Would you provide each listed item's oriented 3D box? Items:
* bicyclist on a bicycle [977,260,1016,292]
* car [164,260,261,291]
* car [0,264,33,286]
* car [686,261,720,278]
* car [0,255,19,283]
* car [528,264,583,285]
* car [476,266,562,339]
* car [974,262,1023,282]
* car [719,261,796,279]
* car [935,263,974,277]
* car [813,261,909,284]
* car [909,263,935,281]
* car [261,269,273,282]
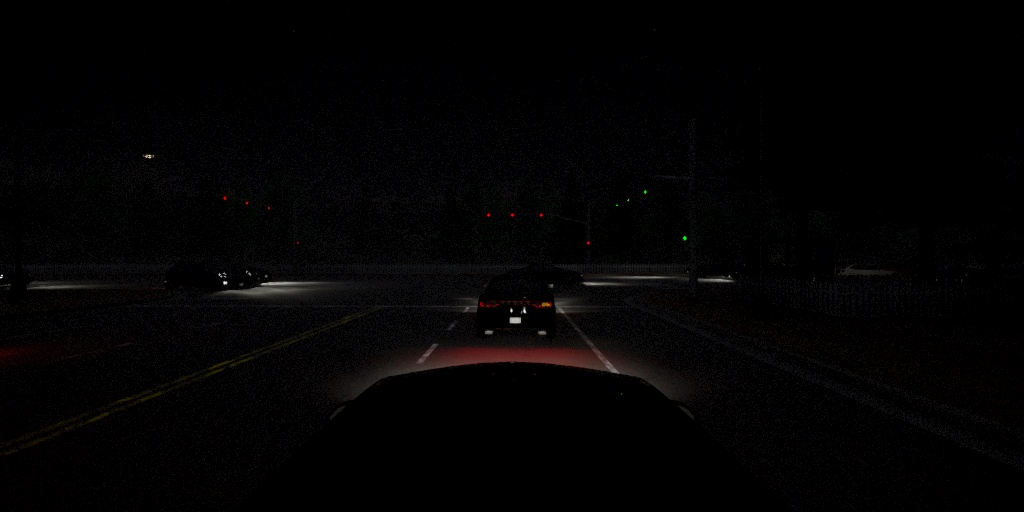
[{"bbox_3d":[22.821,0.995,17.011,0.582,1.620,1.656,0,0,0],"label":"bicyclist on a bicycle"},{"bbox_3d":[-17.904,1.051,21.263,4.553,1.767,2.097,0,0,11],"label":"car"},{"bbox_3d":[-32.797,1.172,22.055,5.008,1.535,1.882,0,0,0],"label":"car"},{"bbox_3d":[18.417,1.185,32.487,4.902,1.511,2.128,0,0,1],"label":"car"},{"bbox_3d":[-39.379,0.915,25.456,5.566,2.045,2.150,0,0,-3],"label":"car"},{"bbox_3d":[2.264,1.259,25.405,5.357,1.411,2.033,0,0,0],"label":"car"},{"bbox_3d":[0.173,1.227,10.149,1.882,1.535,5.008,0,0,2],"label":"car"},{"bbox_3d":[39.925,1.171,27.570,5.008,1.535,1.882,0,0,14],"label":"car"},{"bbox_3d":[20.235,1.241,29.010,5.357,1.411,2.033,0,0,-1],"label":"car"},{"bbox_3d":[37.672,1.295,31.591,4.718,1.301,1.895,0,0,9],"label":"car"},{"bbox_3d":[24.504,1.219,25.282,4.674,1.442,1.812,0,0,0],"label":"car"},{"bbox_3d":[29.988,1.171,28.739,5.008,1.535,1.882,0,0,3],"label":"car"},{"bbox_3d":[-19.496,1.258,25.530,4.181,1.385,1.994,0,0,0],"label":"car"}]
